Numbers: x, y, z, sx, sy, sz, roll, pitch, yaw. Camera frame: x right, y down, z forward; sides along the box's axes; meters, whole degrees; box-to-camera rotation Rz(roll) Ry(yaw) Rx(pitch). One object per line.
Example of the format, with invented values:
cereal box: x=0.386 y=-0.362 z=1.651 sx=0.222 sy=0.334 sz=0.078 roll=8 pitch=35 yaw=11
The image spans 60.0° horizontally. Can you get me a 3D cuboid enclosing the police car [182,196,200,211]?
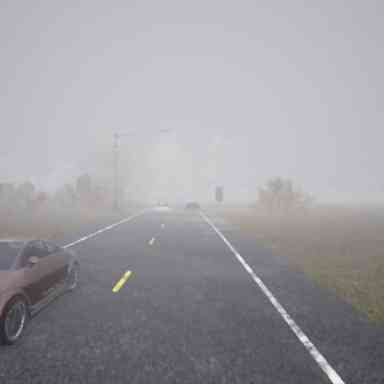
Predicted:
police car: x=0.028 y=1.629 z=45.501 sx=1.930 sy=1.638 sz=5.238 roll=0 pitch=0 yaw=-2

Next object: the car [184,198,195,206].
car: x=-0.534 y=1.786 z=61.381 sx=1.812 sy=1.442 sz=4.674 roll=0 pitch=0 yaw=-2

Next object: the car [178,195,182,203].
car: x=-2.209 y=1.819 z=79.144 sx=1.994 sy=1.385 sz=4.181 roll=0 pitch=0 yaw=-2

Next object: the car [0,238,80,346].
car: x=-3.636 y=1.600 z=6.240 sx=1.994 sy=1.385 sz=4.181 roll=0 pitch=0 yaw=0

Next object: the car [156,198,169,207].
car: x=-4.987 y=1.741 z=57.248 sx=2.128 sy=1.511 sz=4.902 roll=0 pitch=0 yaw=-1

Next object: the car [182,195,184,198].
car: x=-0.328 y=1.696 z=55.575 sx=1.801 sy=1.575 sz=5.366 roll=0 pitch=0 yaw=-2
